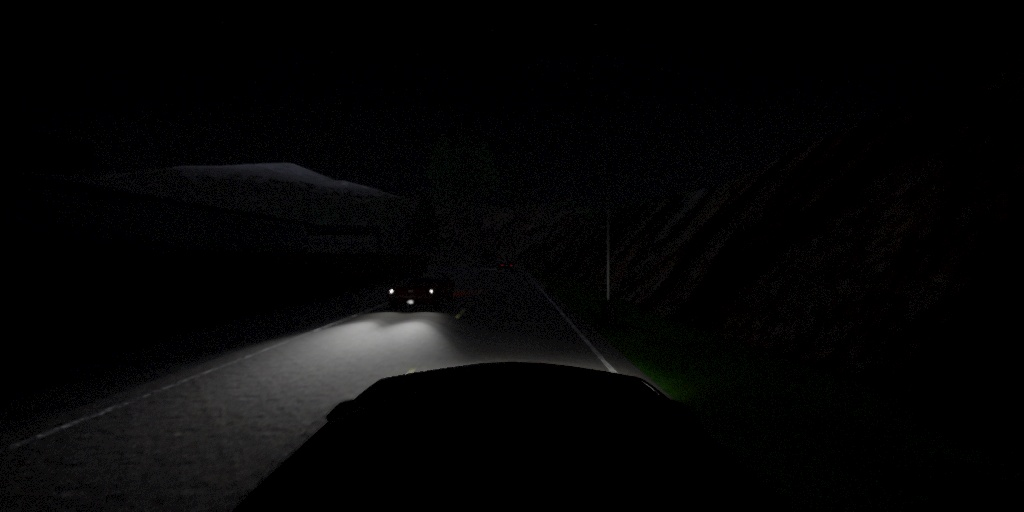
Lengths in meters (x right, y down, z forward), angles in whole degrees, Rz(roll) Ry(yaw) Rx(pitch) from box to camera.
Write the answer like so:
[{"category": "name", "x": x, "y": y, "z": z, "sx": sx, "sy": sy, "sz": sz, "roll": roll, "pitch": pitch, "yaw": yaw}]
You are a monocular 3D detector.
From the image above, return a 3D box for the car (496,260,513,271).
[{"category": "car", "x": -1.072, "y": 1.263, "z": 48.362, "sx": 2.033, "sy": 1.411, "sz": 5.357, "roll": 0, "pitch": 0, "yaw": -9}]

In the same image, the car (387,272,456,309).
[{"category": "car", "x": -3.621, "y": 1.346, "z": 15.053, "sx": 1.895, "sy": 1.301, "sz": 4.718, "roll": 0, "pitch": 0, "yaw": 0}]
